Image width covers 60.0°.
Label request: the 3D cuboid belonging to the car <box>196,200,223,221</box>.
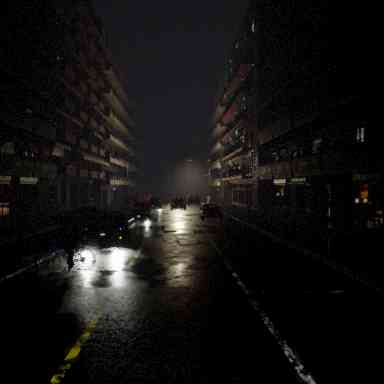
[{"bbox_3d":[1.507,1.565,26.987,1.802,1.307,4.206,-1,0,-3],"label":"car"}]

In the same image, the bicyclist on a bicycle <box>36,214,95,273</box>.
[{"bbox_3d":[-3.552,1.451,9.297,1.656,1.620,0.582,-2,0,-2],"label":"bicyclist on a bicycle"}]

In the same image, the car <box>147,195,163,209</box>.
[{"bbox_3d":[-5.061,1.472,45.368,1.837,1.490,4.892,0,0,-3],"label":"car"}]

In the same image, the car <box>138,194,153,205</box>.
[{"bbox_3d":[-8.344,1.264,60.507,2.192,1.841,5.009,-1,0,-3],"label":"car"}]

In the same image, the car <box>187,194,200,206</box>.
[{"bbox_3d":[0.244,1.271,55.279,2.192,1.841,5.009,-1,0,-3],"label":"car"}]

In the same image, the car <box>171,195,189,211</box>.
[{"bbox_3d":[-1.659,1.496,41.057,1.812,1.442,4.674,0,0,-3],"label":"car"}]

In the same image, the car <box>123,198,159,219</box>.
[{"bbox_3d":[-4.300,1.528,28.789,2.033,1.411,5.357,0,0,-2],"label":"car"}]

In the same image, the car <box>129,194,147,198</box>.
[{"bbox_3d":[-7.589,1.283,43.531,2.192,1.841,5.009,-1,0,-3],"label":"car"}]

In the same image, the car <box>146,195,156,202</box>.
[{"bbox_3d":[-8.843,1.477,71.826,1.887,1.381,4.507,-1,0,-3],"label":"car"}]

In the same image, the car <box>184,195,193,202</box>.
[{"bbox_3d":[-0.753,1.490,77.916,1.947,1.339,4.313,-1,0,-3],"label":"car"}]

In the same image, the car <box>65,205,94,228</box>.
[{"bbox_3d":[-6.578,1.532,20.896,1.887,1.381,4.507,-1,0,-3],"label":"car"}]

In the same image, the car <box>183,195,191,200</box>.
[{"bbox_3d":[-1.479,1.461,94.893,1.947,1.339,4.313,-1,0,-3],"label":"car"}]

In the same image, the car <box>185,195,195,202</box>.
[{"bbox_3d":[-0.507,1.478,72.257,1.887,1.381,4.507,-1,0,-3],"label":"car"}]

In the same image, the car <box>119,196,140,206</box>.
[{"bbox_3d":[-7.326,1.498,37.702,1.752,1.417,4.829,-1,0,-3],"label":"car"}]

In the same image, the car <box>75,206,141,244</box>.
[{"bbox_3d":[-3.732,1.555,15.573,1.994,1.385,4.181,0,0,-2],"label":"car"}]

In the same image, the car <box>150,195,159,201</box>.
[{"bbox_3d":[-9.347,1.480,83.146,1.947,1.339,4.313,-1,0,-3],"label":"car"}]

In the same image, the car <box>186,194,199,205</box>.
[{"bbox_3d":[-0.008,1.264,60.939,2.192,1.841,5.009,-1,0,-3],"label":"car"}]
